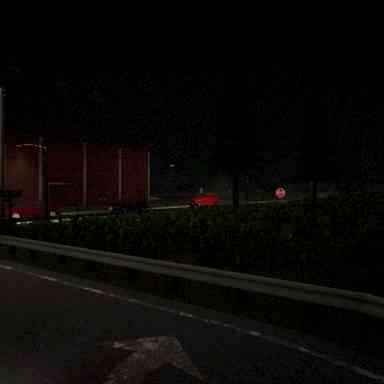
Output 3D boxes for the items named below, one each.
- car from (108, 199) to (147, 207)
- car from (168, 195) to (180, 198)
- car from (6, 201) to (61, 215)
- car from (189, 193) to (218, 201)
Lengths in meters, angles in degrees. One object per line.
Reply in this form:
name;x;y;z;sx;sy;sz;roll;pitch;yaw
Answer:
car;-6.981;1.519;36.392;2.128;1.511;4.902;0;0;36
car;-4.716;1.532;85.606;1.816;1.474;4.193;0;0;36
car;-13.434;1.504;27.631;1.882;1.535;5.008;0;0;36
car;1.754;1.243;48.229;2.150;2.045;5.566;0;1;37
